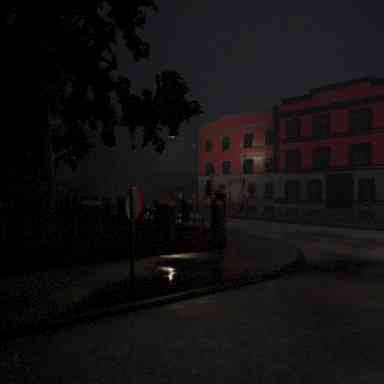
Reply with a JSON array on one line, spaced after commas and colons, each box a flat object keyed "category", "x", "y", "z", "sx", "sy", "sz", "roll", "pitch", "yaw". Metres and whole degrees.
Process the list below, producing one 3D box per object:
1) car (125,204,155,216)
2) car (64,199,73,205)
[{"category": "car", "x": -5.299, "y": 1.627, "z": 31.880, "sx": 1.895, "sy": 1.301, "sz": 4.718, "roll": 0, "pitch": 0, "yaw": -36}, {"category": "car", "x": -18.167, "y": 1.627, "z": 50.059, "sx": 1.895, "sy": 1.301, "sz": 4.718, "roll": 0, "pitch": 0, "yaw": -35}]
